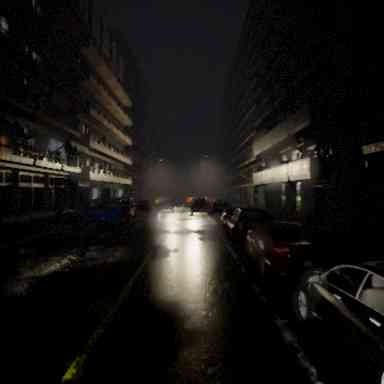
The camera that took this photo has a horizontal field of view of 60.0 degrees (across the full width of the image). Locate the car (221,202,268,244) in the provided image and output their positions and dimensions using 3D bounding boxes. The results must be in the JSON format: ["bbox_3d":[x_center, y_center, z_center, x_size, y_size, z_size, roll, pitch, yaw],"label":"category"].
[{"bbox_3d":[2.685,1.437,15.653,1.967,1.590,4.097,0,0,0],"label":"car"}]

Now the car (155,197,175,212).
[{"bbox_3d":[-3.105,1.589,39.109,1.994,1.385,4.181,0,0,0],"label":"car"}]

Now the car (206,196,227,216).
[{"bbox_3d":[2.678,1.453,32.636,1.967,1.590,4.097,0,0,0],"label":"car"}]

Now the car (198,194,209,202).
[{"bbox_3d":[2.660,1.438,77.931,2.192,1.841,5.009,0,0,0],"label":"car"}]

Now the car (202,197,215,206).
[{"bbox_3d":[2.670,1.600,55.288,1.887,1.381,4.507,0,0,0],"label":"car"}]

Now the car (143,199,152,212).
[{"bbox_3d":[-5.705,1.568,38.318,1.887,1.381,4.507,0,0,0],"label":"car"}]

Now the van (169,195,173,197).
[{"bbox_3d":[-5.718,1.444,72.291,1.690,1.788,3.998,0,0,0],"label":"van"}]

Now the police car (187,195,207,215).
[{"bbox_3d":[0.789,1.442,34.352,1.930,1.638,5.238,0,0,-2],"label":"police car"}]

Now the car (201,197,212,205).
[{"bbox_3d":[2.667,1.594,61.117,1.752,1.417,4.829,0,0,0],"label":"car"}]

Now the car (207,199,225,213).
[{"bbox_3d":[2.676,1.549,38.468,1.752,1.417,4.829,0,0,0],"label":"car"}]

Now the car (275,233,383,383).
[{"bbox_3d":[2.689,1.549,4.330,2.008,1.369,4.403,0,0,0],"label":"car"}]

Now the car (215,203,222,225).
[{"bbox_3d":[2.682,1.580,21.316,1.802,1.307,4.206,0,0,0],"label":"car"}]

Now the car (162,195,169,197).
[{"bbox_3d":[-5.713,1.594,60.797,1.752,1.417,4.829,0,0,0],"label":"car"}]

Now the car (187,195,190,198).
[{"bbox_3d":[0.727,1.525,50.226,1.882,1.535,5.008,0,0,-3],"label":"car"}]

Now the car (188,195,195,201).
[{"bbox_3d":[-0.028,1.549,85.921,1.812,1.442,4.674,0,0,0],"label":"car"}]

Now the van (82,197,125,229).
[{"bbox_3d":[-5.698,1.339,21.335,1.690,1.788,3.998,0,0,0],"label":"van"}]

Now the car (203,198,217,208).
[{"bbox_3d":[2.672,1.589,49.623,1.887,1.381,4.507,0,0,0],"label":"car"}]

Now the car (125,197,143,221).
[{"bbox_3d":[-5.701,1.320,26.995,2.192,1.841,5.009,0,0,0],"label":"car"}]

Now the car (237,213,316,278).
[{"bbox_3d":[2.687,1.541,9.993,1.887,1.381,4.507,0,0,0],"label":"car"}]

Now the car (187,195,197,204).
[{"bbox_3d":[-0.022,1.437,67.762,2.097,1.767,4.553,0,0,0],"label":"car"}]
